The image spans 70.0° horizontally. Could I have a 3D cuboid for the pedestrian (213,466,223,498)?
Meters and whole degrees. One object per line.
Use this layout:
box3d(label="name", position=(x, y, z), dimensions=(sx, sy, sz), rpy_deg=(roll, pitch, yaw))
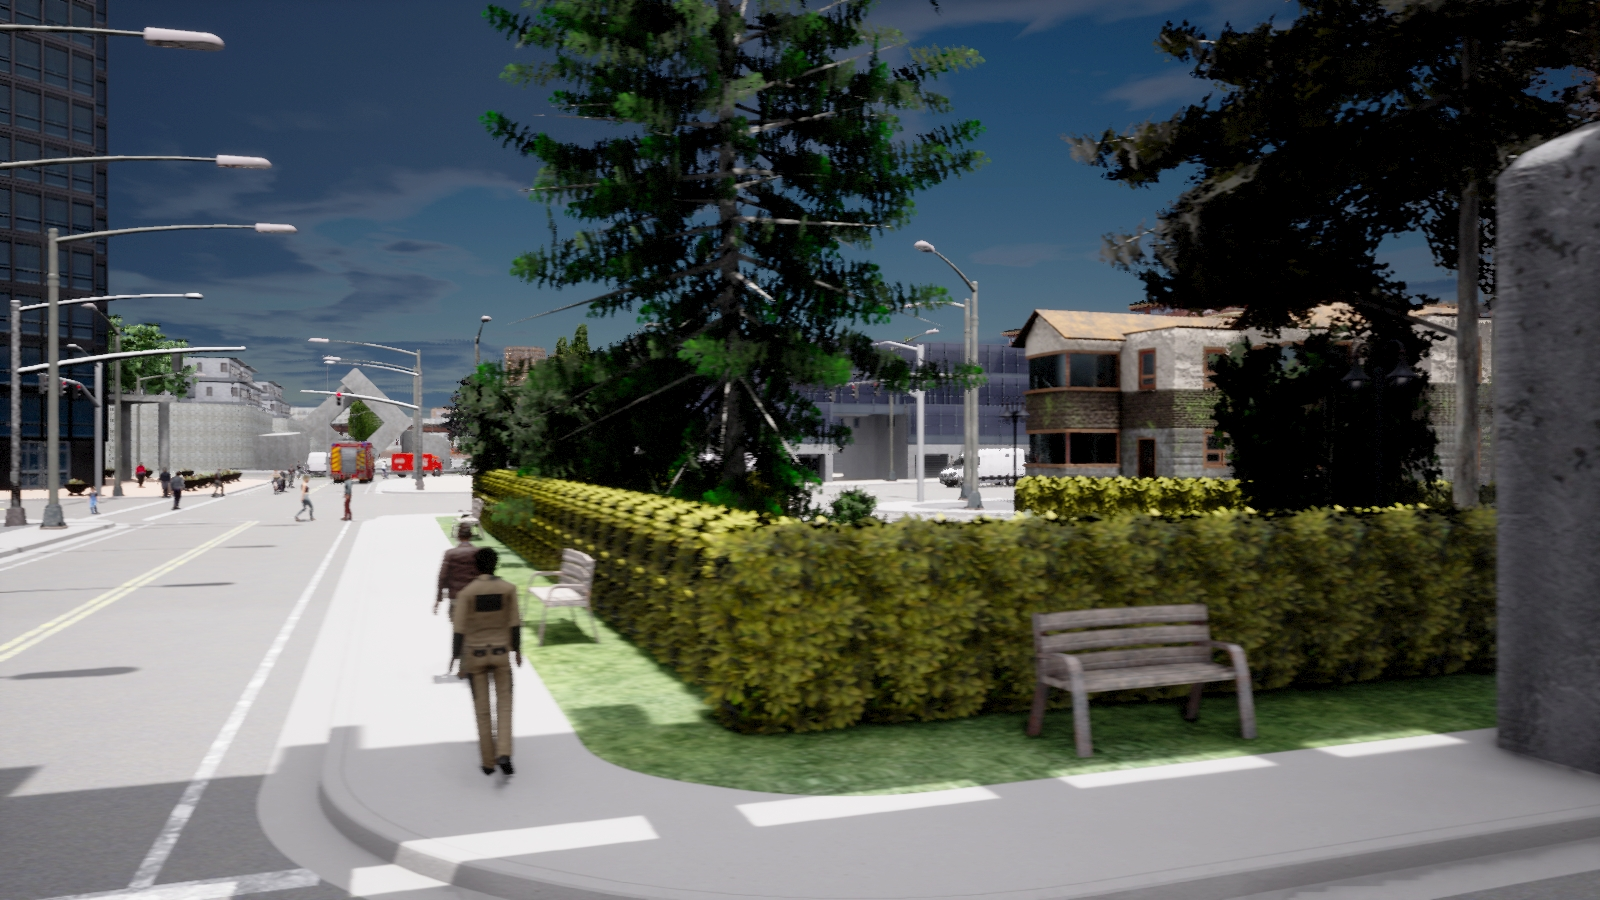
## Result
box3d(label="pedestrian", position=(-34.454, 1.876, 67.669), dimensions=(0.375, 1.860, 0.375), rpy_deg=(0, 0, 28))

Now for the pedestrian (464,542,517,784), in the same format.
box3d(label="pedestrian", position=(-2.503, 1.697, 9.232), dimensions=(0.375, 1.860, 0.375), rpy_deg=(0, 0, -22))

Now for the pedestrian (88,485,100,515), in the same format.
box3d(label="pedestrian", position=(-30.989, 2.174, 50.144), dimensions=(0.375, 1.300, 0.375), rpy_deg=(0, 0, -18))

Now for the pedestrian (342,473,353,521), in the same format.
box3d(label="pedestrian", position=(-17.760, 1.848, 44.856), dimensions=(0.375, 1.860, 0.375), rpy_deg=(0, 0, -19))

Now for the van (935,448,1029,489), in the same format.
box3d(label="van", position=(12.141, 1.205, 76.116), dimensions=(5.915, 2.561, 1.988), rpy_deg=(-2, 1, -20))

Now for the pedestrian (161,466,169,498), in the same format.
box3d(label="pedestrian", position=(-37.034, 1.887, 66.633), dimensions=(0.375, 1.860, 0.375), rpy_deg=(0, 0, -22))

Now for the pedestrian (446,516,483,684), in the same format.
box3d(label="pedestrian", position=(-3.834, 1.698, 13.052), dimensions=(0.375, 1.860, 0.375), rpy_deg=(0, 0, -21))

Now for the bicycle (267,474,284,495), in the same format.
box3d(label="bicycle", position=(-32.697, 2.145, 71.239), dimensions=(0.859, 1.301, 1.487), rpy_deg=(0, 0, -22))

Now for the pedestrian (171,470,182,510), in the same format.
box3d(label="pedestrian", position=(-29.280, 1.883, 53.671), dimensions=(0.375, 1.860, 0.375), rpy_deg=(0, 0, -13))

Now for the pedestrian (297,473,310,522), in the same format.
box3d(label="pedestrian", position=(-19.386, 1.848, 44.616), dimensions=(0.375, 1.860, 0.375), rpy_deg=(0, 0, -36))
